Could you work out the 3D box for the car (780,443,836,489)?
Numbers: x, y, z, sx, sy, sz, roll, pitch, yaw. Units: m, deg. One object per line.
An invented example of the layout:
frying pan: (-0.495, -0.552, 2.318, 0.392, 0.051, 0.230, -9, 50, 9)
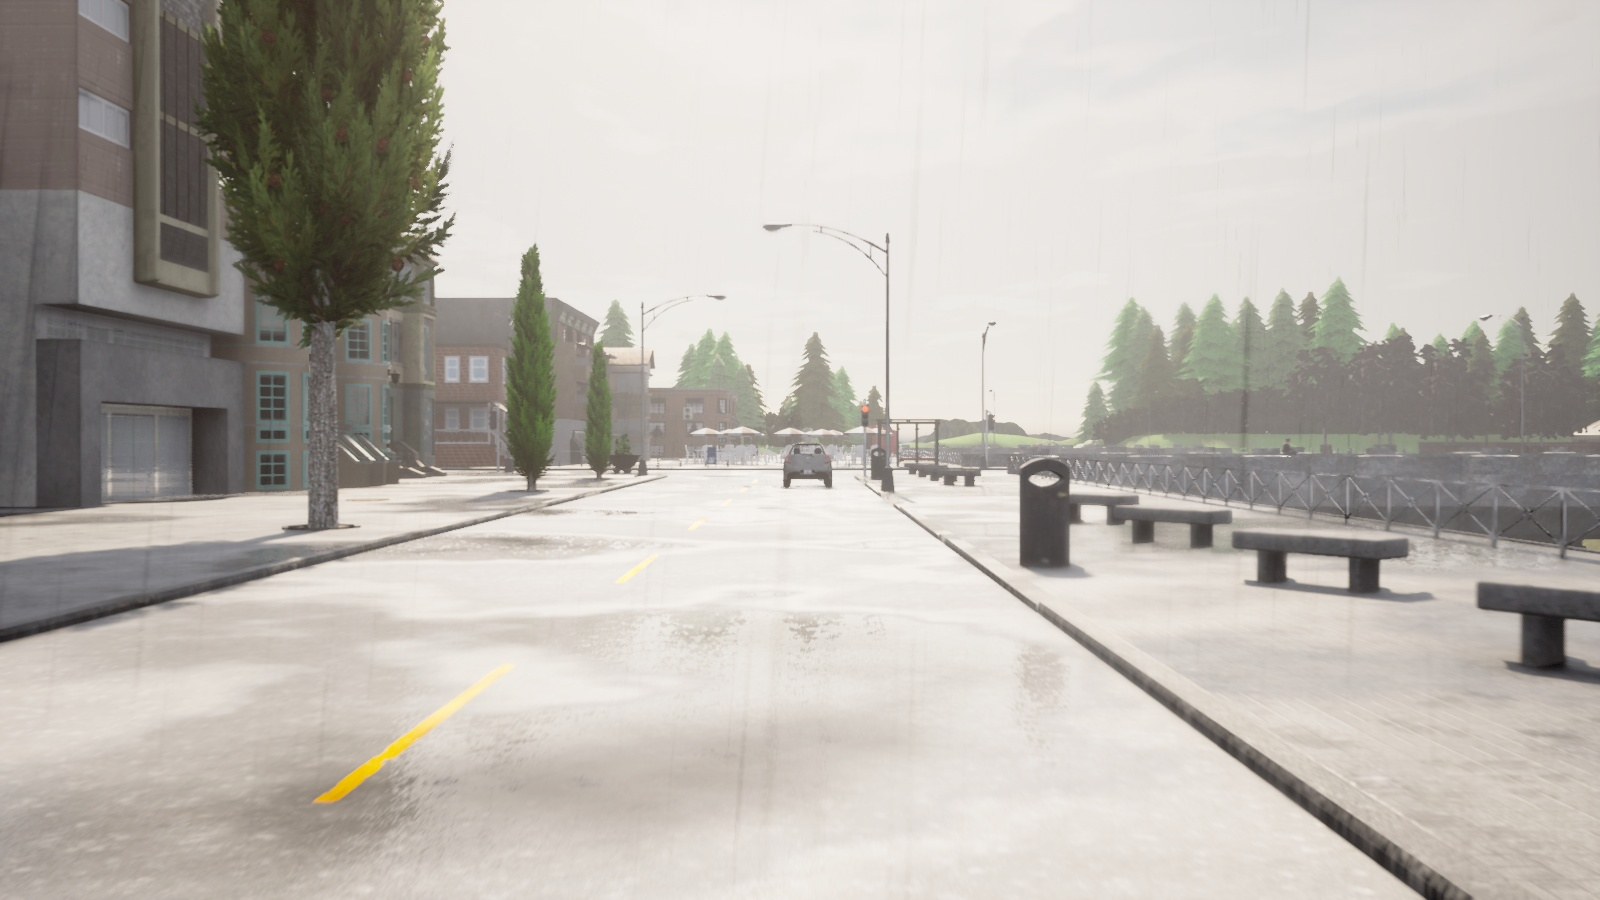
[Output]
car: (0.254, 0.518, 43.003, 1.845, 1.501, 3.633, 0, 0, 0)
